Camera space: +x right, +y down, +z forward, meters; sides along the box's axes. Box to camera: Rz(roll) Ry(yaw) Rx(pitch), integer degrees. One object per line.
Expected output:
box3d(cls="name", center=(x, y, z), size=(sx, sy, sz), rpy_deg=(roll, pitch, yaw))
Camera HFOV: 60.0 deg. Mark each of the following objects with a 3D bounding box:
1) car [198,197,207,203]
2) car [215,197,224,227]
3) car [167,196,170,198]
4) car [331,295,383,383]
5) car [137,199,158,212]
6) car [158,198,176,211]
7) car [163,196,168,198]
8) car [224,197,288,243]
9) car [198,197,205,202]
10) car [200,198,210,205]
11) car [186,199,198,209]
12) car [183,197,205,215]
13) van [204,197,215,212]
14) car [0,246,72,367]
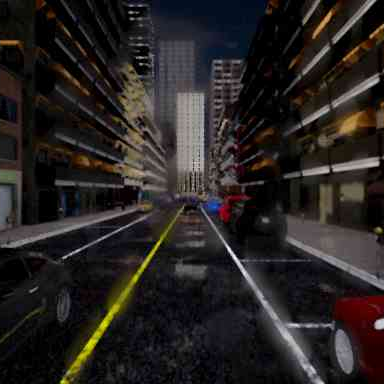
box3d(cls="car", center=(2.681, 1.993, 85.487), size=(2.008, 1.369, 4.403), rpy_deg=(-1, 0, 0))
box3d(cls="car", center=(3.106, 1.336, 23.666), size=(2.150, 2.045, 5.566), rpy_deg=(0, 0, 0))
box3d(cls="car", center=(-5.699, 1.867, 63.407), size=(1.887, 1.381, 4.507), rpy_deg=(0, 0, 0))
box3d(cls="car", center=(2.683, 1.558, 2.637), size=(1.887, 1.381, 4.507), rpy_deg=(0, 0, 0))
box3d(cls="car", center=(-5.699, 1.731, 41.144), size=(1.752, 1.417, 4.829), rpy_deg=(0, 0, 0))
box3d(cls="car", center=(-3.083, 1.816, 43.139), size=(1.895, 1.301, 4.718), rpy_deg=(0, 0, 0))
box3d(cls="car", center=(-5.699, 1.859, 57.883), size=(1.947, 1.339, 4.313), rpy_deg=(0, 0, 0))
box3d(cls="car", center=(3.106, 1.309, 16.666), size=(2.150, 2.045, 5.566), rpy_deg=(0, 0, 0))
box3d(cls="car", center=(2.681, 2.000, 91.181), size=(1.752, 1.417, 4.829), rpy_deg=(-1, 0, 0))
box3d(cls="car", center=(2.682, 1.903, 68.917), size=(2.008, 1.369, 4.403), rpy_deg=(-1, 0, 0))
box3d(cls="car", center=(0.042, 1.777, 50.056), size=(1.812, 1.442, 4.674), rpy_deg=(0, 0, 1))
box3d(cls="car", center=(0.041, 1.674, 36.624), size=(2.128, 1.511, 4.902), rpy_deg=(0, 0, 0))
box3d(cls="van", center=(2.680, 1.547, 41.303), size=(1.690, 1.788, 3.998), rpy_deg=(-1, 0, 0))
box3d(cls="car", center=(-3.092, 1.548, 4.408), size=(1.812, 1.442, 4.674), rpy_deg=(0, 0, 0))
